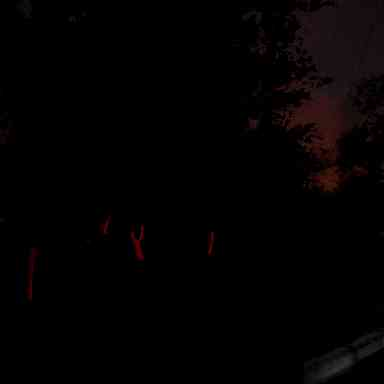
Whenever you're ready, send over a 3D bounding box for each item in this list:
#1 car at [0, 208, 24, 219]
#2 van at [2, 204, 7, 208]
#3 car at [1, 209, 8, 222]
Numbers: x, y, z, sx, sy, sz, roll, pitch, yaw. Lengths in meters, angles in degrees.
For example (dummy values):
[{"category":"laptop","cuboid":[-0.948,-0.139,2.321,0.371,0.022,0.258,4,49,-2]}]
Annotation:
[{"category":"car","cuboid":[-29.844,3.406,53.248,4.792,1.488,2.163,5,-4,-40]},{"category":"van","cuboid":[-25.637,2.790,42.296,4.442,1.987,1.878,5,-4,-40]},{"category":"car","cuboid":[-23.804,2.813,36.573,5.366,1.575,1.946,5,-4,-40]}]
